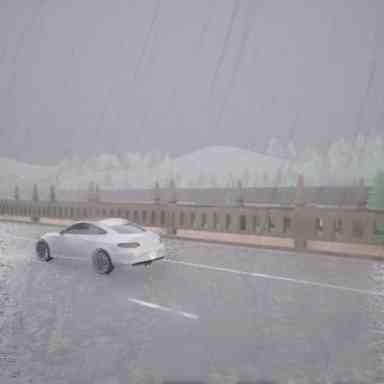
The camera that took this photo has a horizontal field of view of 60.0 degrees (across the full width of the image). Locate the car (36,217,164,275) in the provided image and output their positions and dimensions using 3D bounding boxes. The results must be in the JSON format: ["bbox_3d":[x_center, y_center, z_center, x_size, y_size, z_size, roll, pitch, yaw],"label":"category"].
[{"bbox_3d":[-2.954,1.526,10.401,4.674,1.442,1.812,0,0,36],"label":"car"}]
